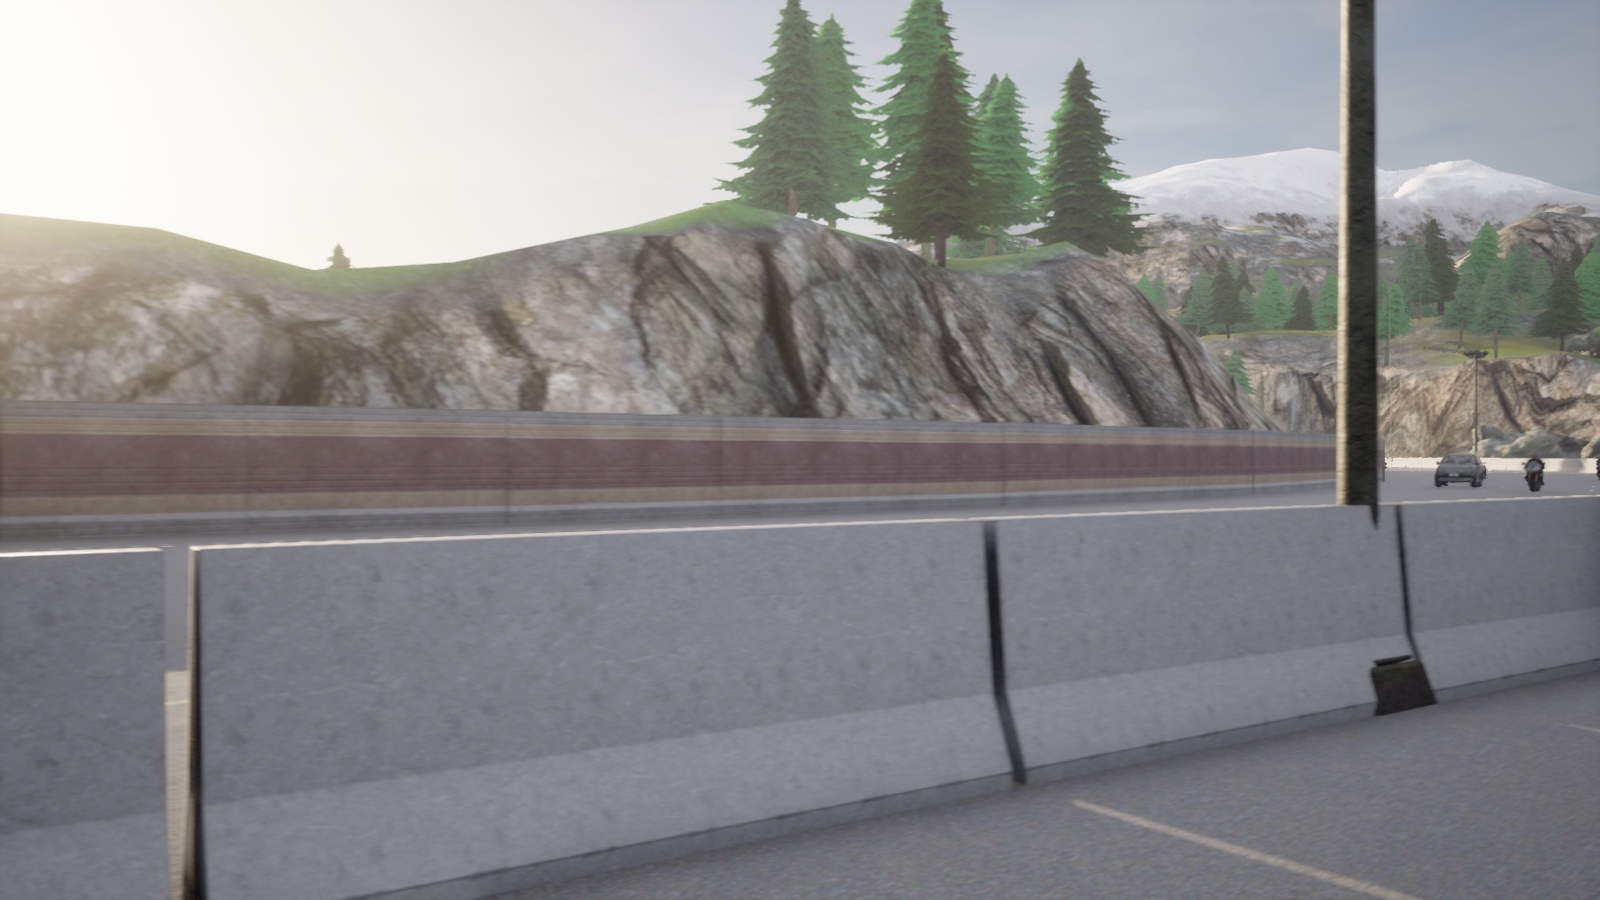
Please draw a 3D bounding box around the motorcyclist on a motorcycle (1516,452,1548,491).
[{"bbox_3d":[29.098,0.846,49.911,0.866,1.530,2.191,-1,-1,36],"label":"motorcyclist on a motorcycle"}]

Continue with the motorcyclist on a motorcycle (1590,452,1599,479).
[{"bbox_3d":[46.248,0.867,72.433,0.866,1.530,2.191,-1,0,24],"label":"motorcyclist on a motorcycle"}]

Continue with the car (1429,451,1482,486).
[{"bbox_3d":[30.011,0.807,57.473,1.789,1.549,3.705,0,0,33],"label":"car"}]

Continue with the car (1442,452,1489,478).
[{"bbox_3d":[39.584,0.852,74.807,2.163,1.488,4.792,0,0,24],"label":"car"}]
